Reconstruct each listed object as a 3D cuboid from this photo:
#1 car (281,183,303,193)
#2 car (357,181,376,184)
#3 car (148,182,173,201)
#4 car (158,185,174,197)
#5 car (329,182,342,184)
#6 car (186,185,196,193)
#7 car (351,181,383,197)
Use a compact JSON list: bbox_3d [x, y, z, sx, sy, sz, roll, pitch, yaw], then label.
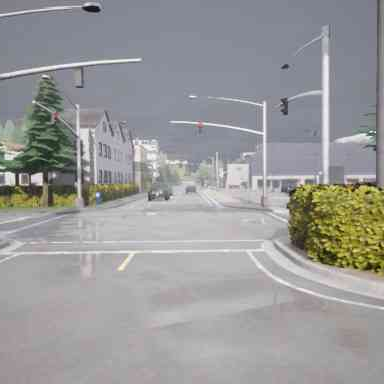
[{"bbox_3d":[15.254,-0.525,52.073,2.007,1.523,4.514,-1,2,0],"label":"car"},{"bbox_3d":[19.006,-0.176,34.216,1.905,1.878,3.866,-1,2,0],"label":"car"},{"bbox_3d":[-3.731,-0.110,38.269,2.150,2.045,5.566,-1,2,0],"label":"car"},{"bbox_3d":[-3.746,-0.176,48.430,1.837,1.490,4.892,-1,2,0],"label":"car"},{"bbox_3d":[25.291,-1.035,59.489,2.152,1.636,5.027,-1,2,0],"label":"car"},{"bbox_3d":[-0.186,-0.580,58.690,2.128,1.511,4.902,-1,2,0],"label":"car"},{"bbox_3d":[22.249,-0.462,42.098,1.932,1.855,4.605,-1,2,0],"label":"car"}]
